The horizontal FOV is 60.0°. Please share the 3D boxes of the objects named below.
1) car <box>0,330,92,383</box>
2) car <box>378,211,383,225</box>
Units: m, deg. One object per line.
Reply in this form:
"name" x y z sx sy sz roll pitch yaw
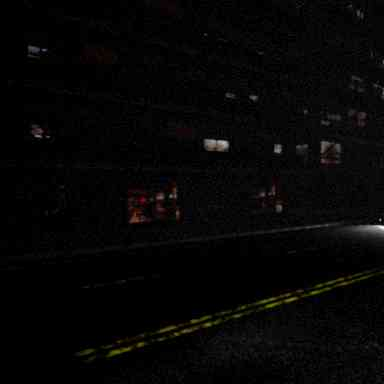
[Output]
"car" -2.744 1.607 1.480 4.718 1.301 1.895 0 0 -36
"car" 14.119 1.465 22.033 4.181 1.385 1.994 0 0 -37
